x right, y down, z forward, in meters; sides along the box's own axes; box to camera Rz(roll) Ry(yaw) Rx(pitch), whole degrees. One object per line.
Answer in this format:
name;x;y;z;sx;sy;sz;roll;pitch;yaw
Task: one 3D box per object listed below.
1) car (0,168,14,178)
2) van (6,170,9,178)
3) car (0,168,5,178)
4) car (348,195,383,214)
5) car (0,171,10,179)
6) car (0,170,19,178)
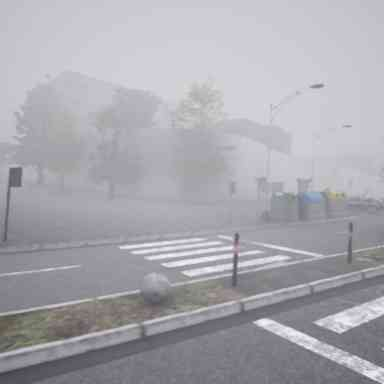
car;-43.726;-4.389;75.412;5.566;2.045;2.435;4;3;-39
van;-41.752;-3.919;69.809;4.442;1.987;1.878;4;3;-39
car;-39.907;-3.493;64.092;5.566;2.045;2.435;3;3;-39
car;14.720;1.129;30.133;4.792;1.488;2.163;0;1;33
car;-42.962;-3.934;72.458;5.366;1.575;1.946;4;3;-39
car;-45.523;-4.548;81.180;5.366;1.575;1.946;4;3;-39
